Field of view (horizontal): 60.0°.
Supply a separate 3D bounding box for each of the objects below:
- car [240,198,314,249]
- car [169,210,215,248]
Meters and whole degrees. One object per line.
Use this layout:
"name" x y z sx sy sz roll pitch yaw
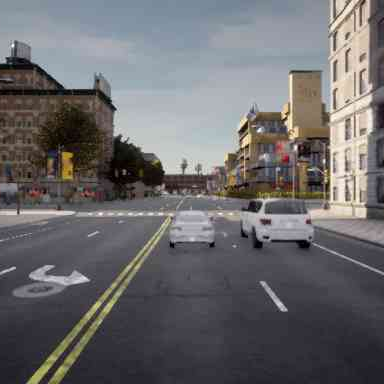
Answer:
"car" 3.499 1.256 14.690 2.150 2.045 5.566 0 0 0
"car" -0.001 1.531 14.653 1.812 1.442 4.674 0 0 0
